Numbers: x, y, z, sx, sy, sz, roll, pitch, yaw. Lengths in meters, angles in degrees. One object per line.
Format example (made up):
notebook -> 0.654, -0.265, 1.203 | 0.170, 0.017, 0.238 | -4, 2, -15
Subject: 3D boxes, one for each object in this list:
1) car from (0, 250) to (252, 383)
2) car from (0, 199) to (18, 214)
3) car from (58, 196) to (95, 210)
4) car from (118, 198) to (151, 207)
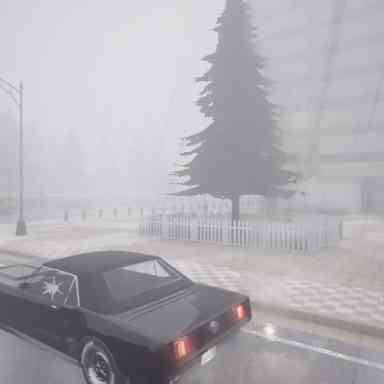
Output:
car -> -1.606, 1.601, 5.153 | 4.718, 1.301, 1.895 | 0, 0, 36
car -> -20.495, 1.478, 33.927 | 1.882, 1.535, 5.008 | 0, 0, 36
car -> -14.600, 1.352, 42.104 | 2.097, 1.767, 4.553 | 0, 0, 36
car -> -8.591, 1.547, 50.432 | 2.033, 1.411, 5.357 | 0, 0, 36
